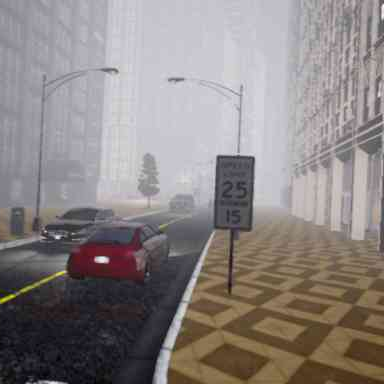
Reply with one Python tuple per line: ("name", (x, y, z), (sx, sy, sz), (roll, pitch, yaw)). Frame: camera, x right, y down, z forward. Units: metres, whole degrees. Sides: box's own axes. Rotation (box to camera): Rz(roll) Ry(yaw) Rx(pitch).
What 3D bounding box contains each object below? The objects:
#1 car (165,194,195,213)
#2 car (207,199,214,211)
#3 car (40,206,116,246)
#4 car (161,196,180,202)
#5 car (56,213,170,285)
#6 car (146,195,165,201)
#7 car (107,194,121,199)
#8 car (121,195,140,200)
("car", (-1.064, 1.265, 37.935), (2.150, 2.045, 5.566), (3, 0, 10))
("car", (3.212, 1.745, 44.302), (1.837, 1.490, 4.892), (3, 0, 10))
("car", (-4.443, 1.373, 14.128), (1.837, 1.490, 4.892), (3, 0, 7))
("car", (-5.577, 1.683, 85.679), (4.403, 1.369, 2.008), (2, 0, 21))
("car", (-1.868, 1.546, 9.652), (1.994, 1.385, 4.181), (3, 0, 6))
("car", (-8.572, 1.509, 77.854), (4.403, 1.369, 2.008), (2, 0, 21))
("car", (-21.329, 1.279, 91.719), (4.313, 1.339, 1.947), (2, 0, 21))
("car", (-16.079, 1.418, 89.706), (4.313, 1.339, 1.947), (2, 0, 21))
